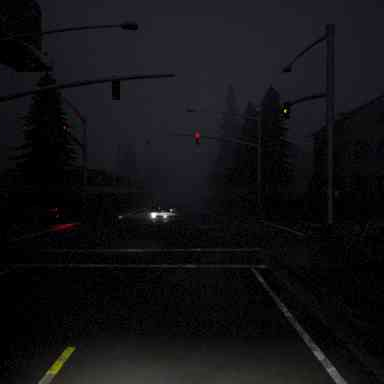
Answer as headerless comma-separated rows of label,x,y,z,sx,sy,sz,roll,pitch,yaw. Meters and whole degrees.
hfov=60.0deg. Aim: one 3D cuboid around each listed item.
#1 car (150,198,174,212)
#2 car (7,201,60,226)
car,-3.517,1.564,38.001,1.994,1.385,4.181,0,0,0
car,-11.092,1.317,21.408,4.902,1.511,2.128,1,0,-1
